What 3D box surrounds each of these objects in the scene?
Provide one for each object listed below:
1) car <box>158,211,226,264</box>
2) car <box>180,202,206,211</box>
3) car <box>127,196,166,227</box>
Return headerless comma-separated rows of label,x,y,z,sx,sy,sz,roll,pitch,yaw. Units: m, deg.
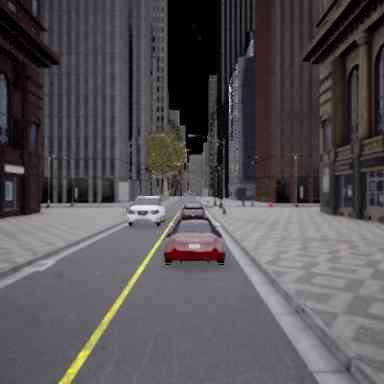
car,0.085,1.591,11.920,1.994,1.385,4.181,0,0,0
car,0.080,1.557,26.937,2.128,1.511,4.902,0,0,0
car,-3.107,1.277,23.636,2.150,2.045,5.566,0,0,0
